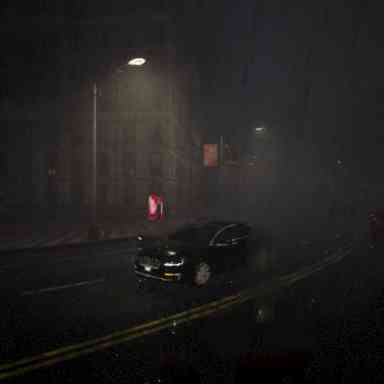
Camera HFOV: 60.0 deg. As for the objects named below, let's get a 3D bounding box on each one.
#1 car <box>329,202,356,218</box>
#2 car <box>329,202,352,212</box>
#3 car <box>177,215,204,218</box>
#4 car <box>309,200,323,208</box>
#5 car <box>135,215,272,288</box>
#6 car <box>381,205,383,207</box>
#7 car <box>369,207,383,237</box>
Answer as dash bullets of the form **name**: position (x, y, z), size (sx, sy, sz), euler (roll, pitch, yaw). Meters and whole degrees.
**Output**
- **car**: position (16.189, 1.955, 35.842), size (1.812, 1.442, 4.674), euler (0, -1, 9)
- **car**: position (21.902, 2.153, 49.291), size (1.994, 1.385, 4.181), euler (0, -1, 8)
- **car**: position (0.124, 1.706, 14.338), size (2.033, 1.411, 5.357), euler (0, -1, 39)
- **car**: position (23.695, 2.230, 63.788), size (2.128, 1.511, 4.902), euler (0, -1, 8)
- **car**: position (0.570, 1.614, 9.779), size (1.837, 1.490, 4.892), euler (0, 0, 42)
- **car**: position (20.492, 1.766, 33.628), size (2.097, 1.767, 4.553), euler (0, -1, 8)
- **car**: position (11.390, 1.801, 19.182), size (1.994, 1.385, 4.181), euler (0, -1, 27)
